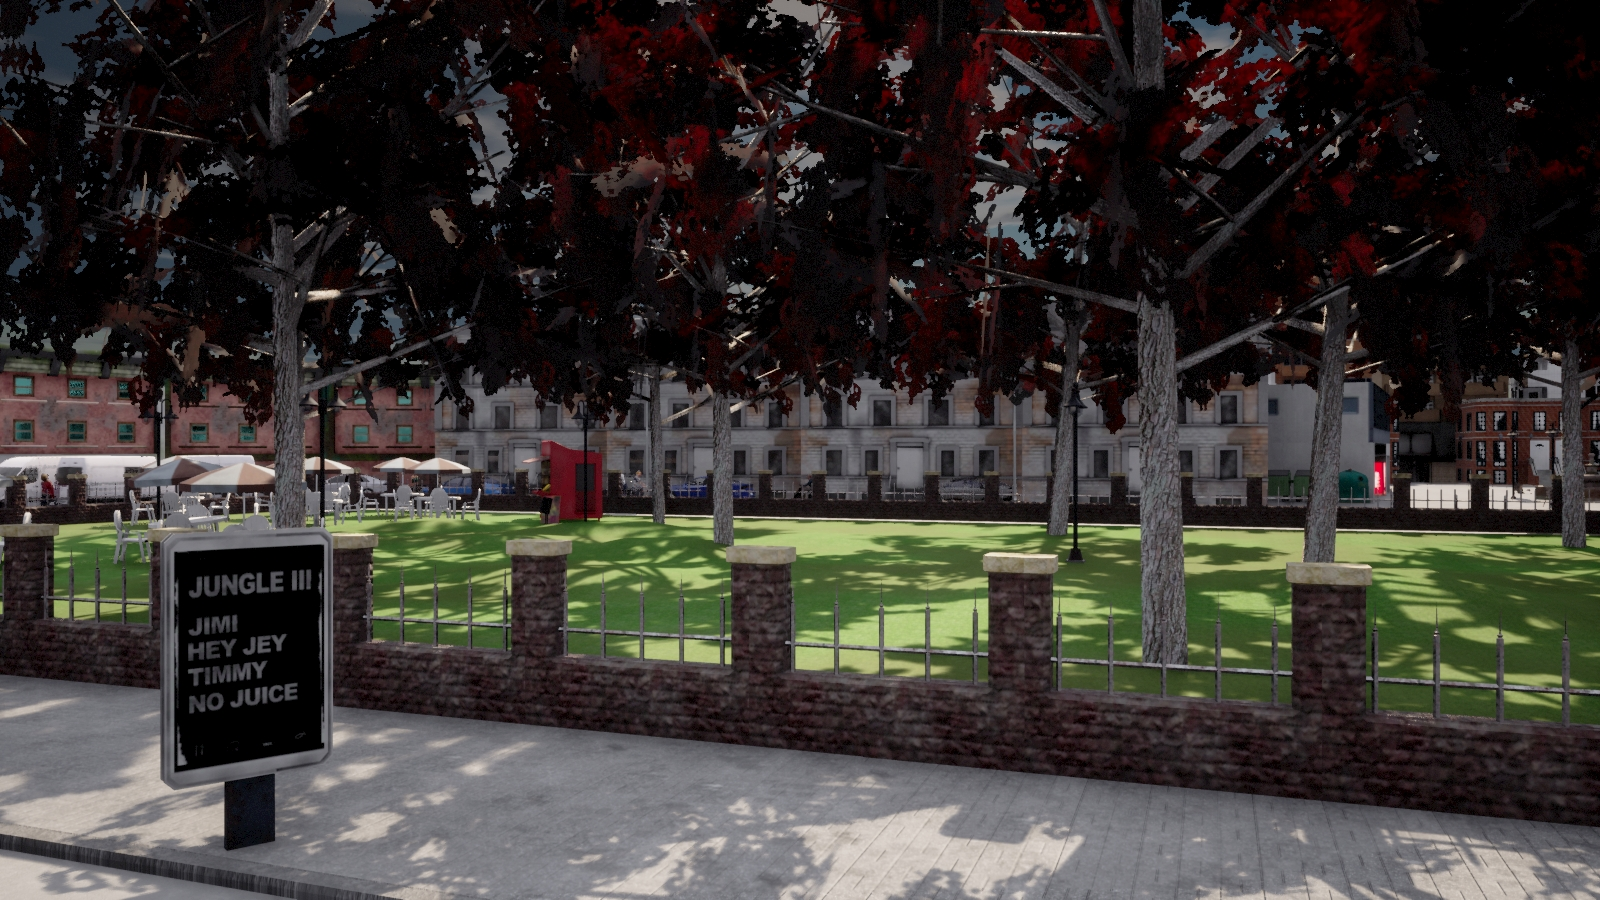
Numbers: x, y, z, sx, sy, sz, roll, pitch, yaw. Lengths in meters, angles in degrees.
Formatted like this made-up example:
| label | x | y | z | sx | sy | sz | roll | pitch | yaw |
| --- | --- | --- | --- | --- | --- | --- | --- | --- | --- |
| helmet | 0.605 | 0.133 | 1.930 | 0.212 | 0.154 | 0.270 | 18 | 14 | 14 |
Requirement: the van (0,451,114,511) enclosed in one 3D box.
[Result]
| label | x | y | z | sx | sy | sz | roll | pitch | yaw |
| --- | --- | --- | --- | --- | --- | --- | --- | --- | --- |
| van | -34.456 | 1.334 | 51.696 | 1.988 | 2.561 | 5.915 | 0 | 0 | 21 |

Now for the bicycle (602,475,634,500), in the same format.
| label | x | y | z | sx | sy | sz | roll | pitch | yaw |
| --- | --- | --- | --- | --- | --- | --- | --- | --- | --- |
| bicycle | -9.502 | 1.948 | 59.688 | 1.643 | 1.296 | 0.373 | 0 | 0 | 20 |

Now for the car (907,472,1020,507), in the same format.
| label | x | y | z | sx | sy | sz | roll | pitch | yaw |
| --- | --- | --- | --- | --- | --- | --- | --- | --- | --- |
| car | 7.645 | 1.832 | 53.473 | 4.902 | 1.511 | 2.128 | 0 | 0 | 20 |

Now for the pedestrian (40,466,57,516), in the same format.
| label | x | y | z | sx | sy | sz | roll | pitch | yaw |
| --- | --- | --- | --- | --- | --- | --- | --- | --- | --- |
| pedestrian | -28.272 | 1.542 | 42.979 | 0.375 | 1.860 | 0.375 | 0 | 0 | 18 |

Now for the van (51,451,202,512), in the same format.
| label | x | y | z | sx | sy | sz | roll | pitch | yaw |
| --- | --- | --- | --- | --- | --- | --- | --- | --- | --- |
| van | -30.192 | 1.333 | 51.504 | 1.988 | 2.561 | 5.915 | 0 | 0 | 21 |
